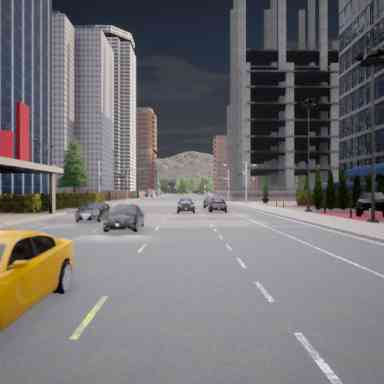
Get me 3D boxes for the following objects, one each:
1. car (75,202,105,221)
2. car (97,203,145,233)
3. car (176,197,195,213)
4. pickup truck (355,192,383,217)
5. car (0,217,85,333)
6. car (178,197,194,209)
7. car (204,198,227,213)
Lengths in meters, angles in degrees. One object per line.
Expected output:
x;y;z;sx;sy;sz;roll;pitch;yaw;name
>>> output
-7.520;1.521;25.725;2.128;1.511;4.902;0;0;-1;car
-3.947;1.505;19.861;1.837;1.490;4.892;0;0;-1;car
-0.642;1.525;36.062;1.812;1.442;4.674;0;0;-1;car
16.024;1.058;29.544;2.390;2.098;6.274;0;0;29;pickup truck
-3.686;1.477;5.943;1.882;1.535;5.008;0;0;-1;car
-0.868;1.490;46.001;2.128;1.511;4.902;0;0;-1;car
2.803;1.490;37.163;2.128;1.511;4.902;0;0;-1;car
